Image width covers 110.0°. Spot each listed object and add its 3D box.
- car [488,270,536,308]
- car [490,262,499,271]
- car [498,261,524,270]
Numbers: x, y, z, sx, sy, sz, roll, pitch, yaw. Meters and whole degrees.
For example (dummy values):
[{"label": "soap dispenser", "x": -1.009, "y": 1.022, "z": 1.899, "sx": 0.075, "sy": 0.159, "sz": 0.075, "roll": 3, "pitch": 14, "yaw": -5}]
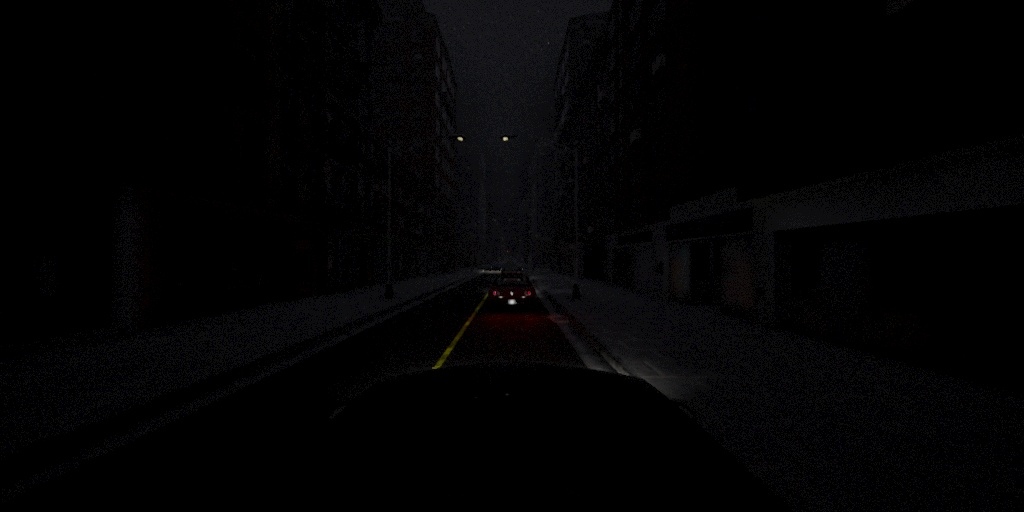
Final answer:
[{"label": "car", "x": 0.001, "y": 1.483, "z": 15.952, "sx": 1.895, "sy": 1.301, "sz": 4.718, "roll": 0, "pitch": 0, "yaw": 0}, {"label": "car", "x": -2.759, "y": 1.804, "z": 62.953, "sx": 1.882, "sy": 1.535, "sz": 5.008, "roll": 0, "pitch": -1, "yaw": 0}, {"label": "car", "x": 0.003, "y": 1.504, "z": 31.311, "sx": 1.882, "sy": 1.535, "sz": 5.008, "roll": 0, "pitch": 0, "yaw": 0}]
